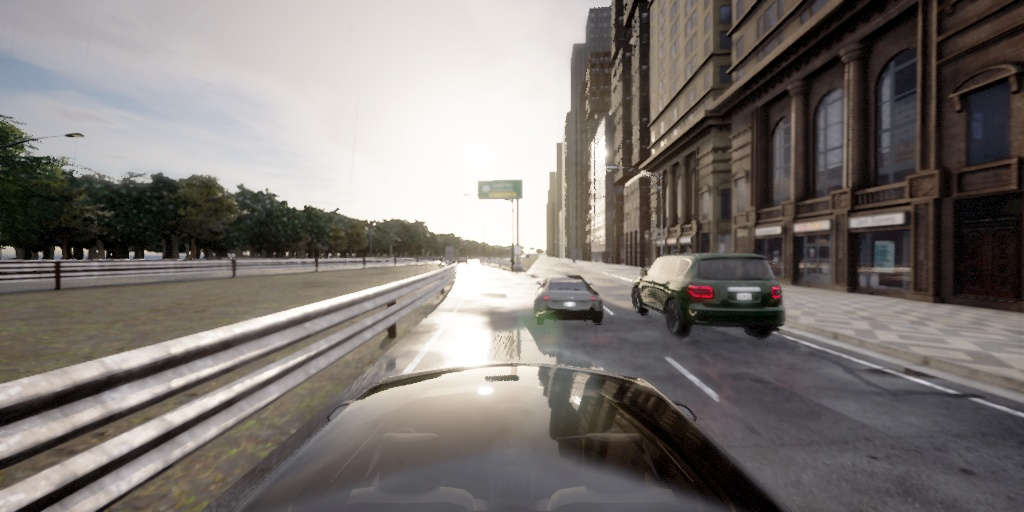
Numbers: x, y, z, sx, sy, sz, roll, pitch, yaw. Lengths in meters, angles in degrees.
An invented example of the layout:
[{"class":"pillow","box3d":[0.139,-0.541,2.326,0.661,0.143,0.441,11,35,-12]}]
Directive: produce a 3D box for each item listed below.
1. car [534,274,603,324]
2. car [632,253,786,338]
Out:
[{"class":"car","box3d":[1.745,1.296,11.868,1.994,1.385,4.181,0,0,4]},{"class":"car","box3d":[5.128,0.944,10.267,2.150,2.045,5.566,0,0,4]}]
